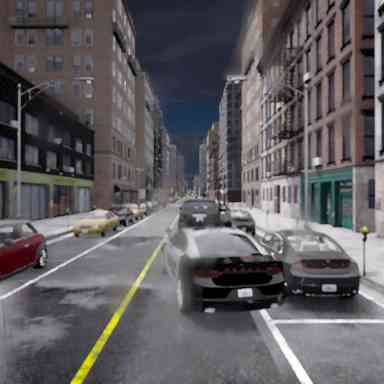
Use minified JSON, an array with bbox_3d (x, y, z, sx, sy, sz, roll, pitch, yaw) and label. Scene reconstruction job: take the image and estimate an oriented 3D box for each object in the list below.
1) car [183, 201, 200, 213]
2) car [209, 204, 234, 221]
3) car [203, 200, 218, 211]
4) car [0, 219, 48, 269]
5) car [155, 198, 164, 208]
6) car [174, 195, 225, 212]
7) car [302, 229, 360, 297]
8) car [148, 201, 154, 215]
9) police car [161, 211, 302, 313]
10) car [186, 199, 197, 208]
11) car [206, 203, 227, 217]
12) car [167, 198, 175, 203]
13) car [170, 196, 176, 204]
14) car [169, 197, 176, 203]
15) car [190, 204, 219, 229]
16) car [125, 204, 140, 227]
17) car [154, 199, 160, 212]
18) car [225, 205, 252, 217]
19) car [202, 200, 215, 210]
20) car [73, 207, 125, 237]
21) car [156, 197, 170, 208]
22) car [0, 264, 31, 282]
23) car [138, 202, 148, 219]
[{"bbox_3d":[-0.053,1.899,44.603,2.033,1.411,5.357,0,0,0],"label":"car"},{"bbox_3d":[2.595,1.807,30.198,1.947,1.339,4.313,0,0,0],"label":"car"},{"bbox_3d":[2.571,1.891,46.607,1.752,1.417,4.829,0,0,0],"label":"car"},{"bbox_3d":[-5.399,1.510,8.547,1.967,1.590,4.097,0,0,0],"label":"car"},{"bbox_3d":[-5.454,1.916,46.434,2.008,1.369,4.403,0,0,0],"label":"car"},{"bbox_3d":[0.457,1.368,18.146,2.150,2.045,5.566,0,0,2],"label":"car"},{"bbox_3d":[2.626,1.620,8.548,2.008,1.369,4.403,0,0,0],"label":"car"},{"bbox_3d":[-5.438,1.866,35.608,1.802,1.307,4.206,0,0,0],"label":"car"},{"bbox_3d":[0.371,1.490,8.059,1.930,1.638,5.238,0,0,-12],"label":"police car"},{"bbox_3d":[-0.084,1.980,58.616,1.812,1.442,4.674,0,0,0],"label":"car"},{"bbox_3d":[2.587,1.849,35.611,1.947,1.339,4.313,0,0,0],"label":"car"},{"bbox_3d":[-5.516,2.221,89.176,1.887,1.381,4.507,0,0,0],"label":"car"},{"bbox_3d":[-5.508,2.188,83.721,2.008,1.369,4.403,0,0,0],"label":"car"},{"bbox_3d":[-5.524,2.239,94.459,1.752,1.417,4.829,0,0,0],"label":"car"},{"bbox_3d":[0.791,1.671,24.074,1.882,1.535,5.008,0,0,0],"label":"car"},{"bbox_3d":[-5.423,1.764,24.783,1.947,1.339,4.313,0,0,0],"label":"car"},{"bbox_3d":[-5.446,1.876,41.021,2.008,1.369,4.403,0,0,0],"label":"car"},{"bbox_3d":[2.610,1.706,19.373,2.008,1.369,4.403,0,0,0],"label":"car"},{"bbox_3d":[2.563,1.986,51.849,1.802,1.307,4.206,0,0,0],"label":"car"},{"bbox_3d":[-5.414,1.679,19.201,1.752,1.417,4.829,0,0,0],"label":"car"},{"bbox_3d":[-5.469,1.759,57.260,2.192,1.841,5.009,0,0,0],"label":"car"},{"bbox_3d":[-2.751,1.502,0.980,2.128,1.511,4.902,0,-1,0],"label":"car"},{"bbox_3d":[-5.430,1.765,30.026,1.752,1.417,4.829,0,0,0],"label":"car"}]
